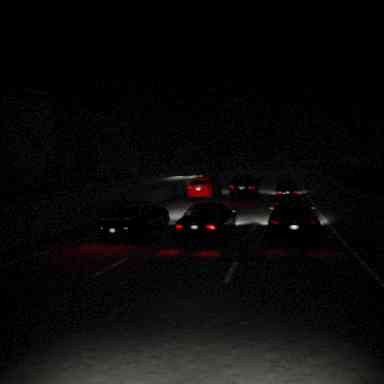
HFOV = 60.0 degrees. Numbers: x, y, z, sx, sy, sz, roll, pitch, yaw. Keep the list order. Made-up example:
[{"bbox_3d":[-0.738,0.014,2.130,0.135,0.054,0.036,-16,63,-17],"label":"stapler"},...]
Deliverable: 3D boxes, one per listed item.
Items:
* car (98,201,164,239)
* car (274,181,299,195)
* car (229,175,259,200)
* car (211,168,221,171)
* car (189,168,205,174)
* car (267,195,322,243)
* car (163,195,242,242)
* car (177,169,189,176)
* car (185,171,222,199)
[{"bbox_3d":[-2.568,1.172,15.696,2.128,1.511,4.902,-1,3,15],"label":"car"},{"bbox_3d":[7.847,-0.178,27.595,2.033,1.411,5.357,-1,6,15],"label":"car"},{"bbox_3d":[4.596,-0.498,28.987,2.150,2.045,5.566,-1,6,15],"label":"car"},{"bbox_3d":[5.004,-4.430,71.228,1.994,1.385,4.181,-1,6,15],"label":"car"},{"bbox_3d":[1.587,-4.375,72.001,2.128,1.511,4.902,-1,6,15],"label":"car"},{"bbox_3d":[4.186,1.111,13.861,1.994,1.385,4.181,-1,3,15],"label":"car"},{"bbox_3d":[0.738,1.177,14.516,2.033,1.411,5.357,-1,3,15],"label":"car"},{"bbox_3d":[-1.792,-4.308,72.910,2.128,1.511,4.902,-1,6,15],"label":"car"},{"bbox_3d":[1.216,-0.431,29.894,2.150,2.045,5.566,-1,6,15],"label":"car"}]
